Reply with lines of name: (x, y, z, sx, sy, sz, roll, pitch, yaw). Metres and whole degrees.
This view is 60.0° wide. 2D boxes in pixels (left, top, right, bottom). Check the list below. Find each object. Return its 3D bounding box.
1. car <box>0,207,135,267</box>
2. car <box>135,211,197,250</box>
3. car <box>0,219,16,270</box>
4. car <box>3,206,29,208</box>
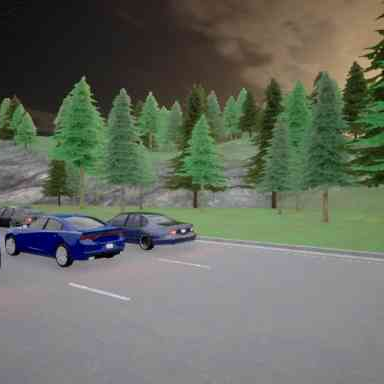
car: (-4.499, 1.478, 11.474, 5.008, 1.535, 1.882, 0, 0, 36)
car: (-2.377, 1.547, 14.261, 5.357, 1.411, 2.033, 0, 0, 35)
car: (-6.951, 1.505, 8.925, 4.892, 1.490, 1.837, 0, 0, 36)
car: (-10.605, 1.547, 20.066, 5.357, 1.411, 2.033, 0, 0, 35)
